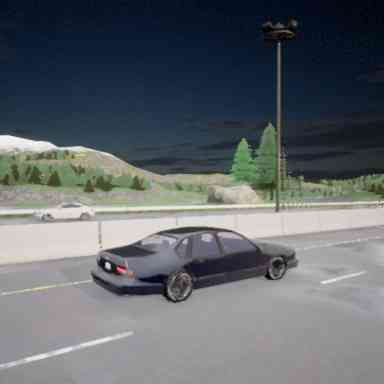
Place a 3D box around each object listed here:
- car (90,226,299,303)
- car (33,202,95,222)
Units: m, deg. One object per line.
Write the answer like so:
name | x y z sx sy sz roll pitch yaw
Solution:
car | 0.324 1.576 8.280 5.357 1.411 2.033 0 0 -36
car | -10.170 1.567 26.719 4.674 1.442 1.812 1 0 -35
